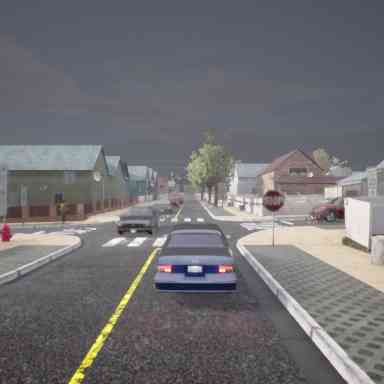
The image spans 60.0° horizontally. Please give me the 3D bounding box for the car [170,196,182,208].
[{"bbox_3d":[-2.926,1.601,48.611,1.895,1.301,4.718,0,0,0],"label":"car"}]

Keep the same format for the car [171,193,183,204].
[{"bbox_3d":[-2.902,1.217,62.683,2.150,2.045,5.566,0,0,3],"label":"car"}]

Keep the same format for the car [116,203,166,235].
[{"bbox_3d":[-2.900,1.560,18.989,2.033,1.411,5.357,0,0,0],"label":"car"}]

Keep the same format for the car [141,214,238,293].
[{"bbox_3d":[0.118,1.550,8.992,2.033,1.411,5.357,0,0,1],"label":"car"}]

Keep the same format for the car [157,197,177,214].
[{"bbox_3d":[-2.893,1.528,34.577,1.812,1.442,4.674,0,0,0],"label":"car"}]

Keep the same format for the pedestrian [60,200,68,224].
[{"bbox_3d":[-9.738,1.462,25.242,0.375,1.860,0.375,0,0,0],"label":"pedestrian"}]

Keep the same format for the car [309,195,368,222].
[{"bbox_3d":[10.326,1.067,22.487,4.553,1.767,2.097,-2,-1,-1],"label":"car"}]
